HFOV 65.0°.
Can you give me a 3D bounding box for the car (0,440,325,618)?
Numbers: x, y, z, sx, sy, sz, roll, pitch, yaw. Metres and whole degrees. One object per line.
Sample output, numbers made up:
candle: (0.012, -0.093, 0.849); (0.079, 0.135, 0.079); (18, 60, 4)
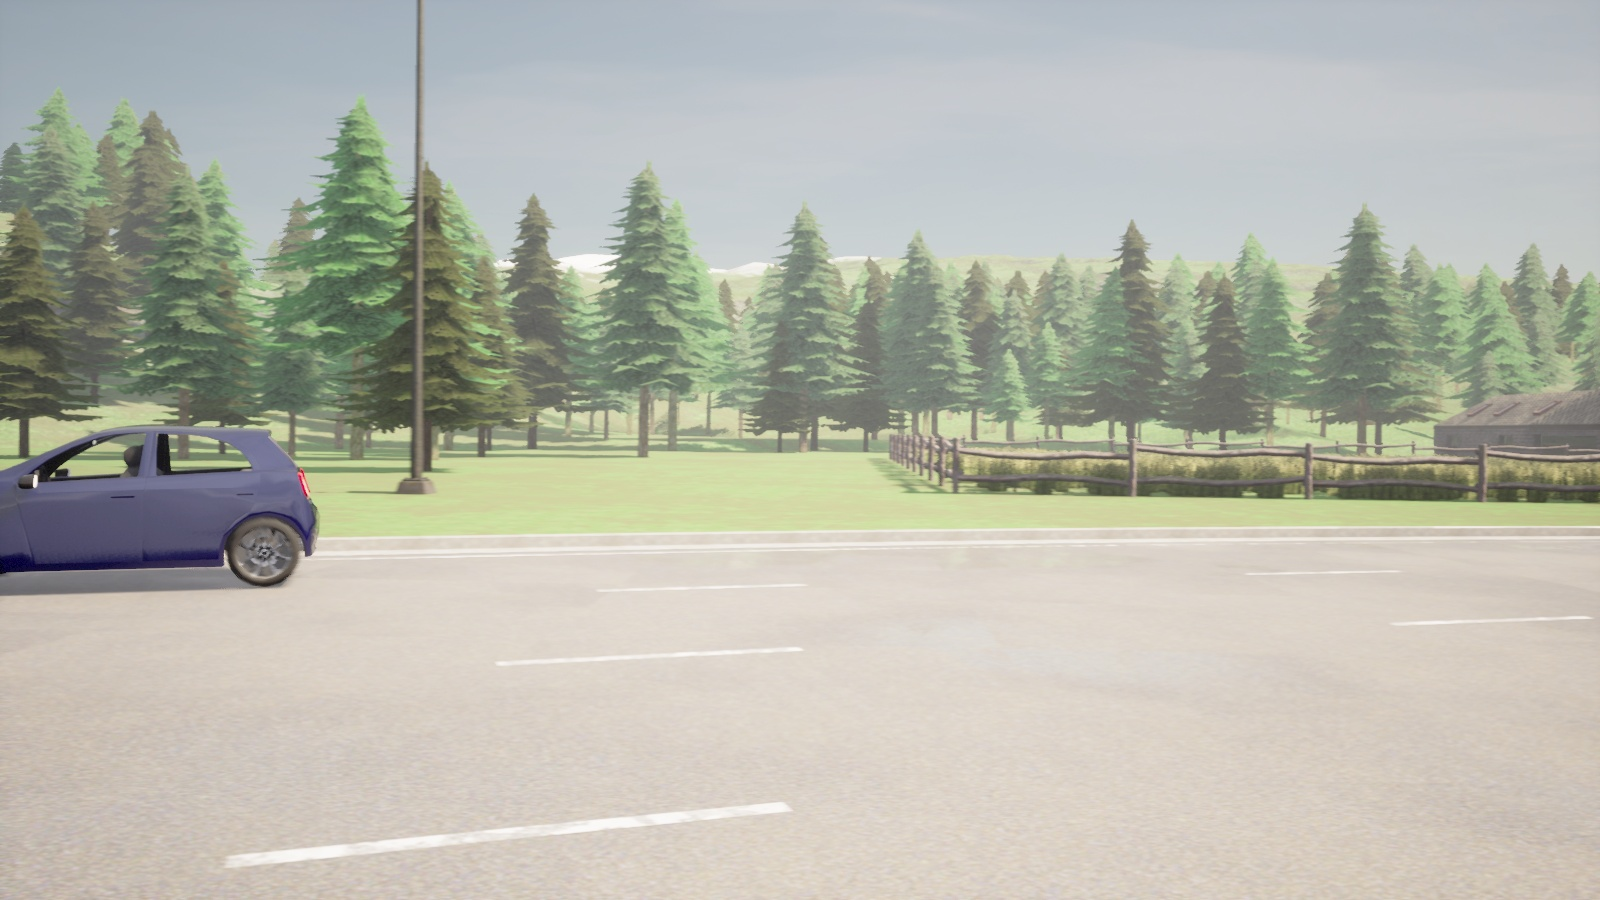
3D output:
car: (-6.499, 0.678, 11.976); (3.633, 1.501, 1.845); (-1, 1, -21)
